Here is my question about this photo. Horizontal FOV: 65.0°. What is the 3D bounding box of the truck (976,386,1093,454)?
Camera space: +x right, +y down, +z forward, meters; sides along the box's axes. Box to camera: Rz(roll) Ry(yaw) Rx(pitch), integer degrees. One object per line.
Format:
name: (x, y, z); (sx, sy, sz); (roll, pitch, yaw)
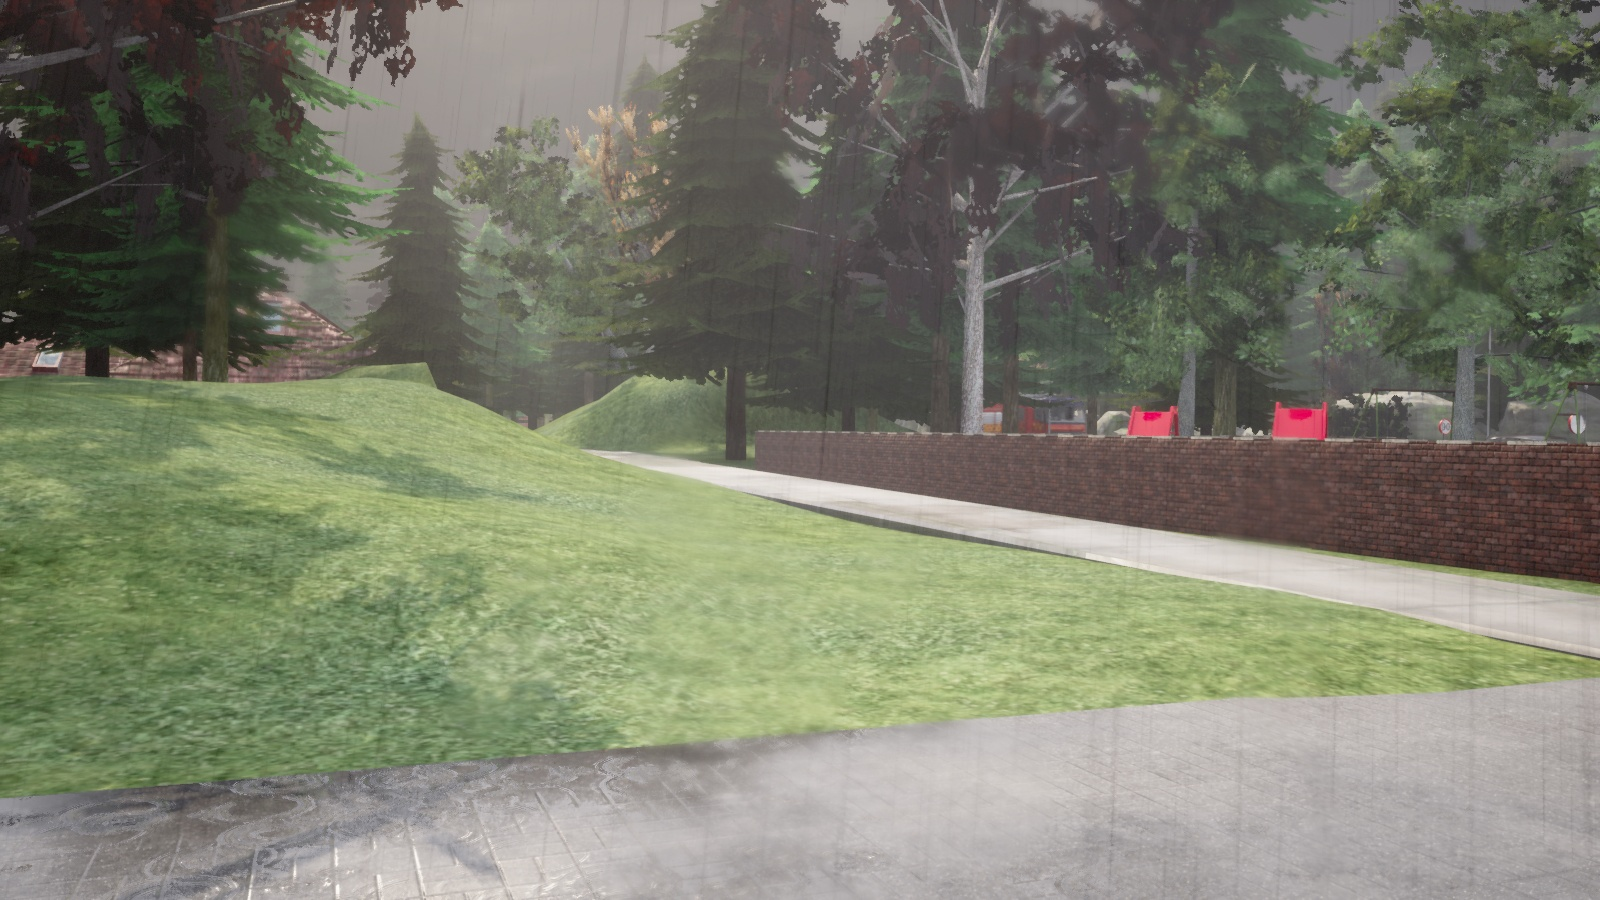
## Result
truck: (13.932, -1.744, 75.364); (2.891, 3.827, 8.468); (-1, 1, -21)

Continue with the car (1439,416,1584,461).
car: (28.021, -0.469, 49.656); (2.242, 1.667, 4.611); (-1, 1, -21)
